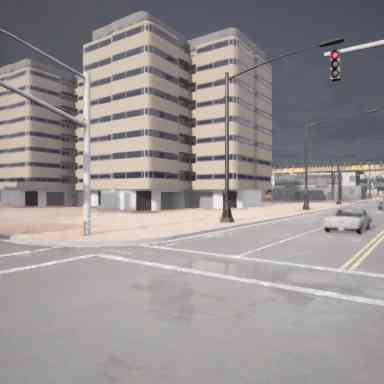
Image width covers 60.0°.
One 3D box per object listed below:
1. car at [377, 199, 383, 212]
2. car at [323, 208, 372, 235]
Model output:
[{"bbox_3d":[23.104,1.518,39.007,1.812,1.442,4.674,0,0,35],"label":"car"},{"bbox_3d":[8.980,1.602,19.033,1.895,1.301,4.718,0,0,35],"label":"car"}]
